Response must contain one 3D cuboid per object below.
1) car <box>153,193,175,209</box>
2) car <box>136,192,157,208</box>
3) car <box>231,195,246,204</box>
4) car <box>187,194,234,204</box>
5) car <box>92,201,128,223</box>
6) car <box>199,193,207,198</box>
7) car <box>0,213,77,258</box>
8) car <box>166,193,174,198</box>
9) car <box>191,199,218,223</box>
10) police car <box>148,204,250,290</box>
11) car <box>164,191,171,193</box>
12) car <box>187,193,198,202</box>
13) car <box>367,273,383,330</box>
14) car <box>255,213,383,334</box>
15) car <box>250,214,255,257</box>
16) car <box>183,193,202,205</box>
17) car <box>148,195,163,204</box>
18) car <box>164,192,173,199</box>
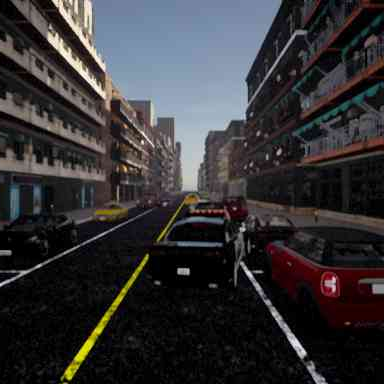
[{"bbox_3d":[-3.045,1.174,39.957,2.128,1.511,4.902,0,0,0],"label":"car"},{"bbox_3d":[-5.636,1.118,40.504,1.967,1.590,4.097,0,0,0],"label":"car"},{"bbox_3d":[2.724,1.129,23.579,2.192,1.841,5.009,0,0,0],"label":"car"},{"bbox_3d":[0.924,1.203,18.777,2.097,1.767,4.553,0,0,0],"label":"car"},{"bbox_3d":[-5.658,1.341,23.425,1.752,1.417,4.829,0,0,0],"label":"car"},{"bbox_3d":[2.803,0.854,85.579,1.887,1.381,4.507,0,0,0],"label":"car"},{"bbox_3d":[-5.673,1.469,12.322,1.947,1.339,4.313,0,0,0],"label":"car"},{"bbox_3d":[-5.577,0.854,85.594,1.887,1.381,4.507,0,0,0],"label":"car"},{"bbox_3d":[0.856,1.330,24.800,1.812,1.442,4.674,0,0,0],"label":"car"},{"bbox_3d":[0.400,1.350,9.145,1.930,1.638,5.238,-1,1,13],"label":"police car"},{"bbox_3d":[-5.591,0.717,74.320,2.192,1.841,5.009,0,0,0],"label":"car"},{"bbox_3d":[0.078,0.996,60.185,1.882,1.535,5.008,0,0,0],"label":"car"},{"bbox_3d":[2.693,1.536,1.036,1.887,1.381,4.507,0,0,0],"label":"car"},{"bbox_3d":[2.700,1.387,6.672,1.967,1.590,4.097,0,0,0],"label":"car"},{"bbox_3d":[2.708,1.454,12.308,2.008,1.369,4.403,0,0,0],"label":"car"},{"bbox_3d":[0.063,1.115,45.555,1.882,1.535,5.008,0,0,0],"label":"car"},{"bbox_3d":[-5.622,1.169,51.778,1.802,1.307,4.206,0,0,0],"label":"car"},{"bbox_3d":[-5.584,0.796,79.956,1.967,1.590,4.097,0,0,0],"label":"car"}]
